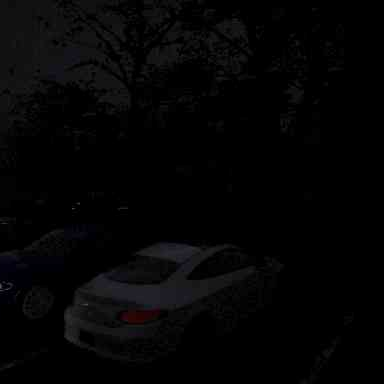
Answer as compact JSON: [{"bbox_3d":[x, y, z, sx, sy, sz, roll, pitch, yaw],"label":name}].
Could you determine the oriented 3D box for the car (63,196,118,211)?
[{"bbox_3d":[-9.117,1.176,31.243,1.837,1.490,4.892,-3,-1,35],"label":"car"}]

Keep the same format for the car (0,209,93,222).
[{"bbox_3d":[-5.111,1.479,9.456,2.231,1.521,4.892,0,0,35],"label":"car"}]

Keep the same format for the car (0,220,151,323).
[{"bbox_3d":[-2.440,1.478,7.564,2.097,1.535,5.008,0,0,36],"label":"car"}]

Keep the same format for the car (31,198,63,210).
[{"bbox_3d":[-13.433,1.329,30.675,1.882,1.535,5.008,-3,-1,36],"label":"car"}]

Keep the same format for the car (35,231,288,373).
[{"bbox_3d":[0.118,1.519,5.729,2.002,1.452,4.674,0,0,36],"label":"car"}]
